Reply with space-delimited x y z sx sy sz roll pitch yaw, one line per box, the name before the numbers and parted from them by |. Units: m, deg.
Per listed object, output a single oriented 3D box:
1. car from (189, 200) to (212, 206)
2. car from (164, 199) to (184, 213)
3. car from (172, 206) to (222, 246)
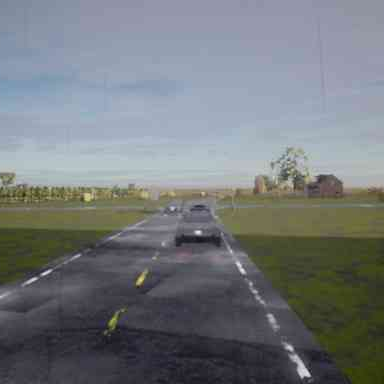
car | 0.754 1.527 31.091 1.837 1.490 4.892 0 0 2
car | -1.893 1.538 36.497 2.128 1.511 4.902 0 0 3
car | 0.281 1.578 15.262 1.994 1.385 4.181 0 0 1
